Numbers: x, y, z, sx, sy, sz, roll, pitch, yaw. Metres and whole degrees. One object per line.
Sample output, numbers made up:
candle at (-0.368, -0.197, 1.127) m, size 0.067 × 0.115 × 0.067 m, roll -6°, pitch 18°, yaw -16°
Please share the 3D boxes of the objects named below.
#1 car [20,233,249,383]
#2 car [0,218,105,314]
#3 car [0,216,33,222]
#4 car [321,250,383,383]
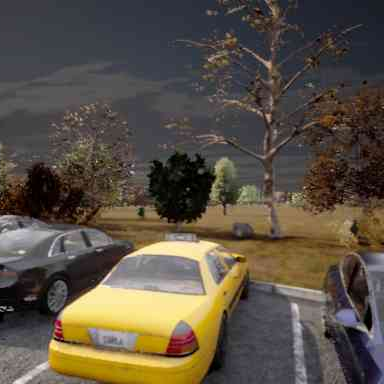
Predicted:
car at (-0.106, 1.483, 5.790) m, size 1.946 × 1.575 × 5.366 m, roll 0°, pitch -1°, yaw 16°
car at (-2.916, 1.482, 7.576) m, size 2.231 × 1.521 × 4.892 m, roll 0°, pitch -1°, yaw 15°
car at (-5.673, 1.478, 9.556) m, size 2.231 × 1.521 × 4.892 m, roll 1°, pitch -1°, yaw 16°
car at (2.608, 1.515, 3.612) m, size 2.163 × 1.488 × 4.792 m, roll 1°, pitch -1°, yaw 15°
